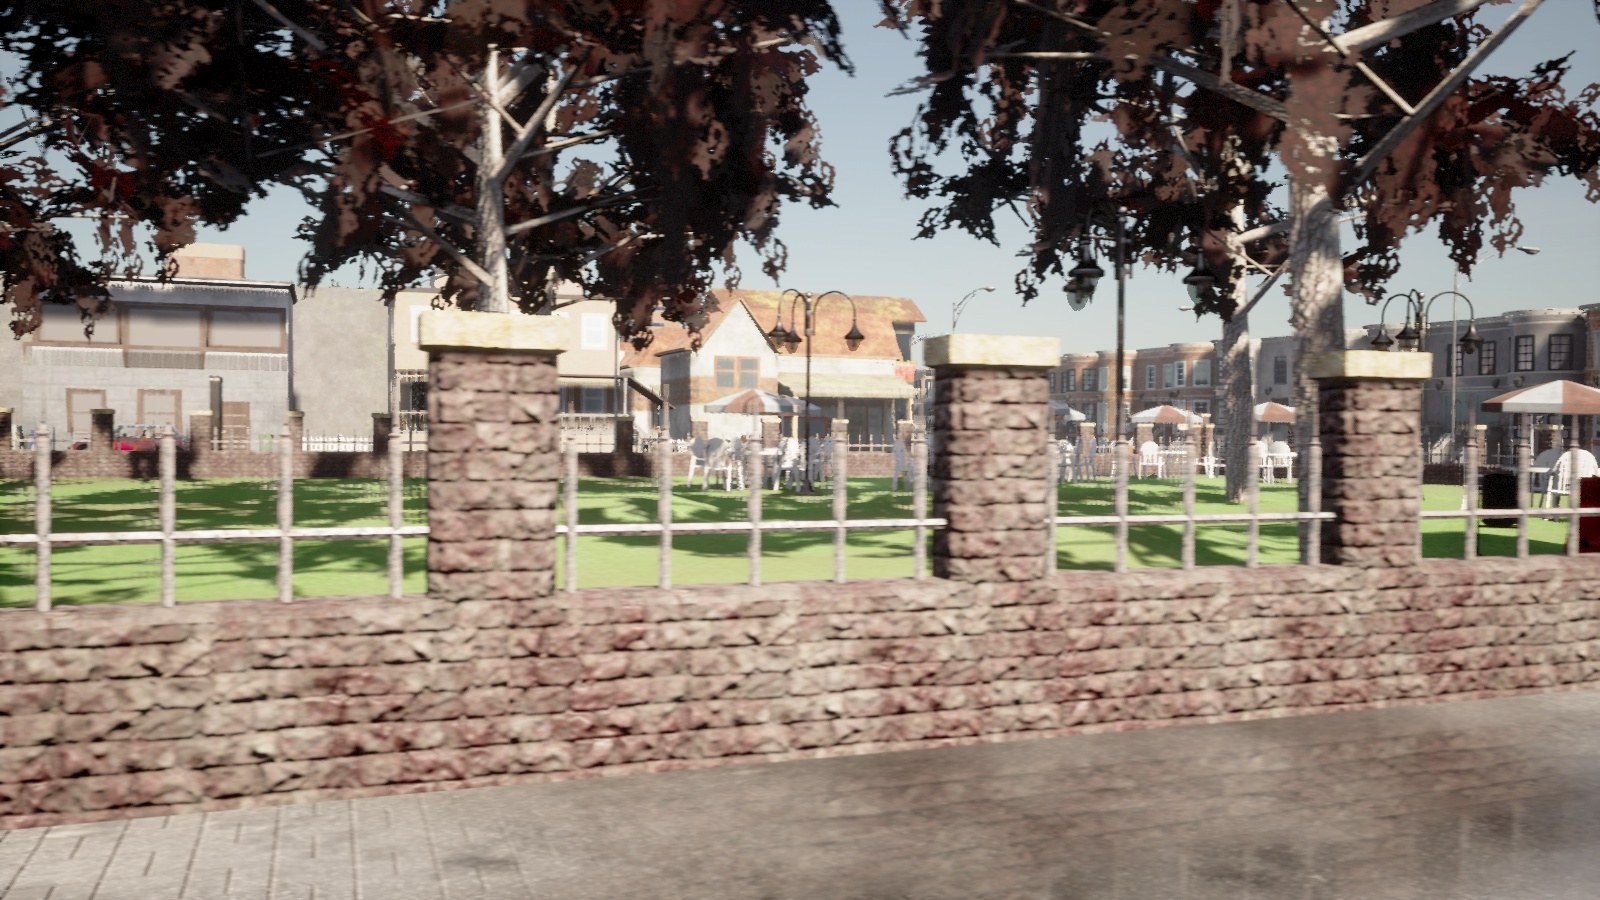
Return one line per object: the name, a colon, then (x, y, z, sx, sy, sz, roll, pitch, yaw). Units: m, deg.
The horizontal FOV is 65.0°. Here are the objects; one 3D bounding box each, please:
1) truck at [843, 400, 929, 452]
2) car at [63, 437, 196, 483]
truck: (5.901, -1.669, 87.435, 2.891, 3.462, 7.936, -1, 1, -21)
car: (-23.115, 0.307, 43.427, 3.806, 1.475, 1.970, -1, 1, -20)
